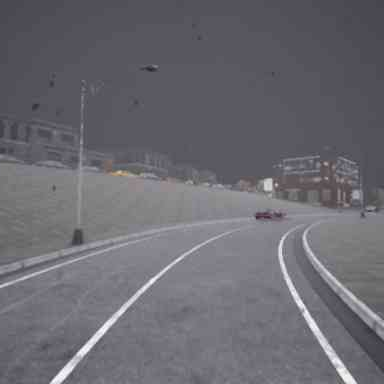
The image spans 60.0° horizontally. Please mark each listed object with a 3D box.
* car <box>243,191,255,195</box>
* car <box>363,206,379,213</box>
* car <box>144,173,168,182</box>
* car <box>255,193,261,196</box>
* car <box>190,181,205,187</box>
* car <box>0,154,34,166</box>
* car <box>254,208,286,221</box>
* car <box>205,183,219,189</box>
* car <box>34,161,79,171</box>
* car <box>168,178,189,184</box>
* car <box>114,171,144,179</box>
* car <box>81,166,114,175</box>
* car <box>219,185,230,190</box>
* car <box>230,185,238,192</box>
[{"bbox_3d":[14.118,0.607,86.578,2.002,1.452,4.674,-2,-5,29],"label":"car"},{"bbox_3d":[35.650,3.477,66.172,2.033,1.411,5.357,-3,-4,42],"label":"car"},{"bbox_3d":[-6.705,-2.175,53.808,2.185,1.767,4.553,-2,-5,37],"label":"car"},{"bbox_3d":[16.686,1.070,91.468,2.002,1.452,4.674,-2,-6,27],"label":"car"},{"bbox_3d":[-0.196,-1.335,62.944,2.002,1.452,4.674,-2,-5,35],"label":"car"},{"bbox_3d":[-20.652,-3.300,36.656,2.231,1.521,4.892,-3,-5,41],"label":"car"},{"bbox_3d":[8.336,2.316,35.355,1.895,1.301,4.718,-2,-3,36],"label":"car"},{"bbox_3d":[2.803,-1.041,67.451,2.231,1.521,4.892,-2,-5,34],"label":"car"},{"bbox_3d":[-17.046,-3.010,40.826,2.231,1.521,4.892,-3,-5,41],"label":"car"},{"bbox_3d":[-3.347,-1.678,58.425,2.163,1.488,4.792,-2,-5,36],"label":"car"},{"bbox_3d":[-10.049,-2.375,49.415,2.097,1.535,5.008,-3,-5,38],"label":"car"},{"bbox_3d":[-13.502,-2.658,45.080,2.002,1.452,4.674,-3,-5,40],"label":"car"},{"bbox_3d":[5.814,-0.799,72.211,2.185,1.767,4.553,-2,-5,32],"label":"car"},{"bbox_3d":[8.725,-0.533,77.001,2.435,2.045,5.566,-2,-5,31],"label":"car"}]
